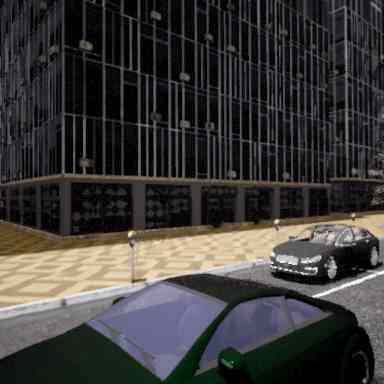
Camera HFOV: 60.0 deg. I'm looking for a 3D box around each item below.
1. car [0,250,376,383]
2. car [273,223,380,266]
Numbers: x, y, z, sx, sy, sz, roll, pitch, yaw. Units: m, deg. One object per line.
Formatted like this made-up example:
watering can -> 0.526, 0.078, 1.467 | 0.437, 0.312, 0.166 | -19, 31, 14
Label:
car -> 0.053, 1.615, 3.319 | 4.181, 1.385, 1.994 | 0, -1, -39
car -> 4.171, 1.676, 10.141 | 4.403, 1.369, 2.008 | 0, -1, -39
